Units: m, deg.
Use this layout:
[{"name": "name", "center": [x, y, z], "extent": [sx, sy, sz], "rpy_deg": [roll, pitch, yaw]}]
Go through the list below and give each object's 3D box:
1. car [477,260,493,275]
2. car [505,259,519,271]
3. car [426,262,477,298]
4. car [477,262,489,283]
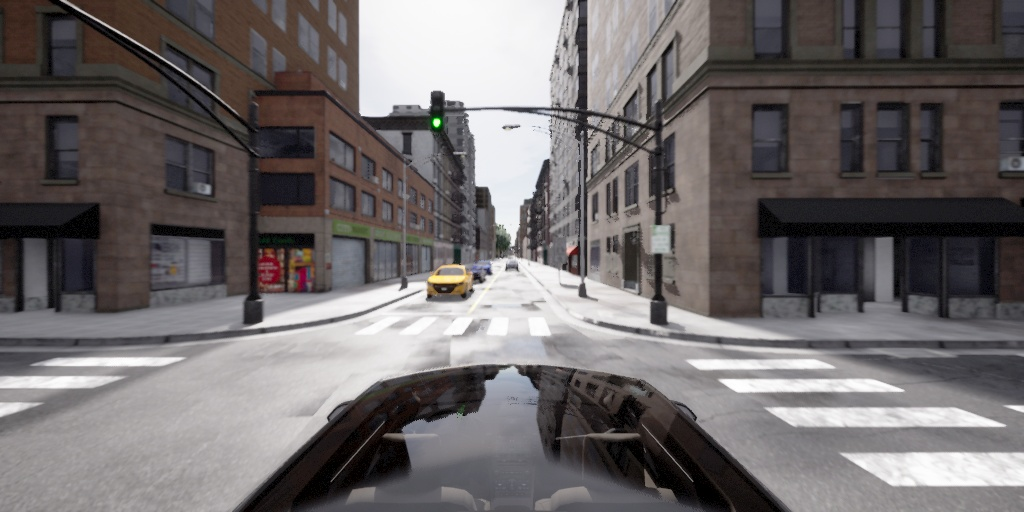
[{"name": "car", "center": [-3.090, 1.198, 38.087], "extent": [1.882, 1.535, 5.008], "rpy_deg": [0, 0, 0]}, {"name": "car", "center": [0.000, 1.255, 47.620], "extent": [2.033, 1.411, 5.357], "rpy_deg": [0, 0, 0]}, {"name": "car", "center": [-3.099, 1.218, 18.689], "extent": [1.882, 1.535, 5.008], "rpy_deg": [0, 0, -1]}, {"name": "car", "center": [-3.100, 1.333, 28.064], "extent": [1.895, 1.301, 4.718], "rpy_deg": [0, 0, 0]}]
